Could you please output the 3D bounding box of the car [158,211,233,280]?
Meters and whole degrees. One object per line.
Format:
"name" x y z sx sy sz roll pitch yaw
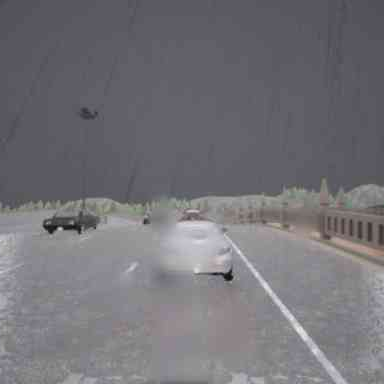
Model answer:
"car" 0.095 1.502 9.766 1.812 1.442 4.674 0 0 0

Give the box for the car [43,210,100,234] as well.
"car" -6.910 1.730 19.682 1.895 1.301 4.718 0 -2 0

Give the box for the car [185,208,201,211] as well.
"car" 0.085 2.121 28.477 1.812 1.442 4.674 0 -4 0

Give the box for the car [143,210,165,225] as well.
"car" -3.417 2.370 31.337 2.033 1.411 5.357 0 -5 0
